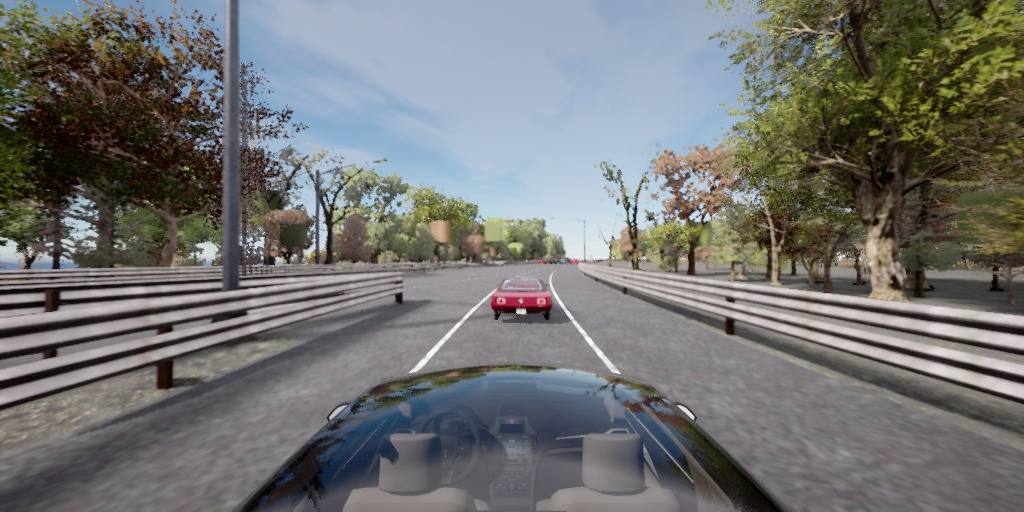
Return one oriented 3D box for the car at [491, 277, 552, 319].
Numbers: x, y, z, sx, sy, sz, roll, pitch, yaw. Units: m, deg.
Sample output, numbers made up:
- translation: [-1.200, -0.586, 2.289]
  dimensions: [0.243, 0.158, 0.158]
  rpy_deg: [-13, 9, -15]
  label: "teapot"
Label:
- translation: [0.383, 1.401, 13.062]
  dimensions: [1.895, 1.301, 4.718]
  rpy_deg: [0, 0, 3]
  label: "car"
